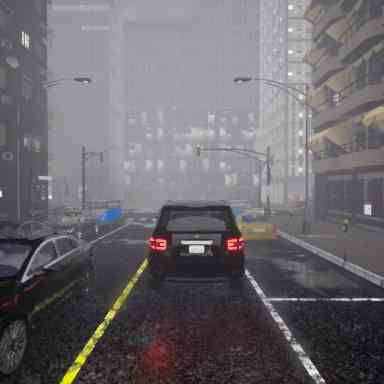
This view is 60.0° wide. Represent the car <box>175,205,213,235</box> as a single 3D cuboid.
[{"bbox_3d":[0.126,1.560,19.525,1.994,1.385,4.181,0,0,1],"label":"car"}]

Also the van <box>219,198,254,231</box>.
[{"bbox_3d":[2.742,1.336,21.179,1.690,1.788,3.998,-1,0,0],"label":"van"}]

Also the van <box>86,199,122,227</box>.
[{"bbox_3d":[-5.638,1.336,21.234,1.690,1.788,3.998,-1,0,0],"label":"van"}]

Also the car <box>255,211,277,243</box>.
[{"bbox_3d":[2.728,1.522,15.748,1.752,1.417,4.829,-1,0,0],"label":"car"}]

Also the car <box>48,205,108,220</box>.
[{"bbox_3d":[-5.652,1.547,15.632,2.008,1.369,4.403,-1,0,0],"label":"car"}]

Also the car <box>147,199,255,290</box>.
[{"bbox_3d":[0.107,1.219,9.230,2.150,2.045,5.566,0,0,0],"label":"car"}]

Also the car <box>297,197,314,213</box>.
[{"bbox_3d":[14.928,1.582,37.875,4.674,1.442,1.812,0,1,-1],"label":"car"}]

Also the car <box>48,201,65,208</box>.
[{"bbox_3d":[-16.124,1.490,34.962,5.357,1.411,2.033,0,1,1],"label":"car"}]

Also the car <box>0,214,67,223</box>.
[{"bbox_3d":[-5.669,1.563,10.030,1.947,1.339,4.313,-1,0,0],"label":"car"}]

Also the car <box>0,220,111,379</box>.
[{"bbox_3d":[-3.082,1.490,5.560,2.128,1.511,4.902,0,0,0],"label":"car"}]

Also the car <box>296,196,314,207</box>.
[{"bbox_3d":[15.362,1.337,40.471,5.009,1.841,2.192,0,1,1],"label":"car"}]
